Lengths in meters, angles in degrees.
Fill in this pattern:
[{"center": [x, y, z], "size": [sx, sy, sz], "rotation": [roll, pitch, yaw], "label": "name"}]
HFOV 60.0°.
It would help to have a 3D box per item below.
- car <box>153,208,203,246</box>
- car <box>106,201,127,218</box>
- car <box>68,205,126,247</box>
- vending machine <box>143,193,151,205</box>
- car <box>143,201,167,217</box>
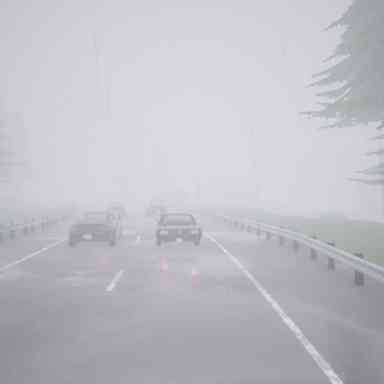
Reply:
[{"center": [-0.739, 1.616, 15.346], "size": [1.895, 1.301, 4.718], "rotation": [0, 0, -6], "label": "car"}, {"center": [-6.805, 1.533, 29.930], "size": [1.812, 1.442, 4.674], "rotation": [0, 0, -13], "label": "car"}, {"center": [-4.216, 1.533, 14.940], "size": [1.812, 1.442, 4.674], "rotation": [0, 0, -6], "label": "car"}, {"center": [-7.803, 1.194, 57.539], "size": [1.100, 2.100, 0.880], "rotation": [0, 0, -26], "label": "vending machine"}, {"center": [-3.401, 1.533, 30.743], "size": [1.812, 1.442, 4.674], "rotation": [0, 0, -13], "label": "car"}]
